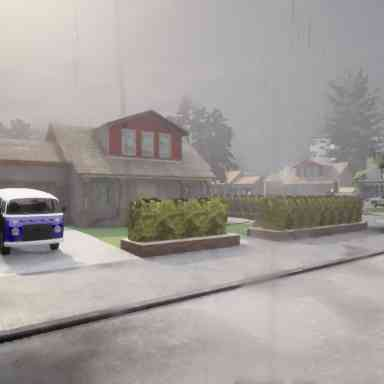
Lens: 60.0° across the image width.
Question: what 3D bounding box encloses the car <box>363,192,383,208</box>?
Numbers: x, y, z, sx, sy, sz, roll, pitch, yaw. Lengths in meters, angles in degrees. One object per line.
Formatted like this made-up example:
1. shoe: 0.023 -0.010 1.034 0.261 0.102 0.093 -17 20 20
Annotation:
1. car: 23.066 0.986 40.726 3.866 1.878 1.905 0 0 -1
